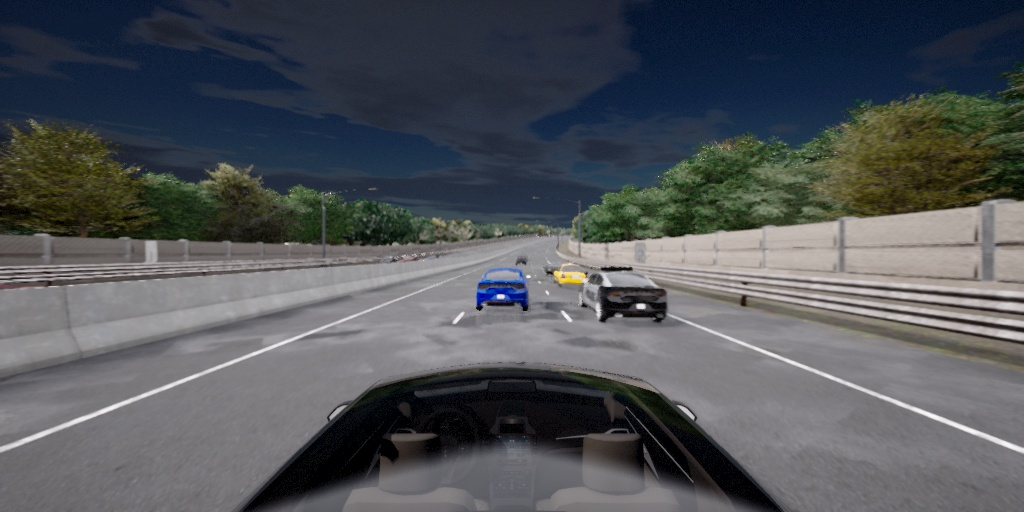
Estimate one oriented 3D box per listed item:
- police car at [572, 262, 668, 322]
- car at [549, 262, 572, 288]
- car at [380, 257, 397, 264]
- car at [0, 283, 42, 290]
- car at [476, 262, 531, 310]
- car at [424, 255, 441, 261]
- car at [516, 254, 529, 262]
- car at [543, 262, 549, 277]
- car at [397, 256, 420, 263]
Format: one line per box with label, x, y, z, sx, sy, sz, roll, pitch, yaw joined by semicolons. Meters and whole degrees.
police car;3.551;1.167;12.394;1.930;1.638;5.238;0;0;1
car;3.709;1.153;23.365;1.801;1.575;5.366;0;0;1
car;-19.661;0.903;57.723;1.994;1.385;4.181;0;1;3
car;-14.072;1.211;7.979;1.882;1.535;5.008;0;0;0
car;-0.266;1.209;14.632;1.882;1.535;5.008;0;0;3
car;-12.667;0.680;57.418;2.097;1.767;4.553;0;1;3
car;1.655;0.785;62.154;1.837;1.490;4.892;0;1;3
car;3.962;1.219;34.094;1.895;1.301;4.718;0;1;2
car;-16.184;0.796;57.195;1.882;1.535;5.008;0;0;3
